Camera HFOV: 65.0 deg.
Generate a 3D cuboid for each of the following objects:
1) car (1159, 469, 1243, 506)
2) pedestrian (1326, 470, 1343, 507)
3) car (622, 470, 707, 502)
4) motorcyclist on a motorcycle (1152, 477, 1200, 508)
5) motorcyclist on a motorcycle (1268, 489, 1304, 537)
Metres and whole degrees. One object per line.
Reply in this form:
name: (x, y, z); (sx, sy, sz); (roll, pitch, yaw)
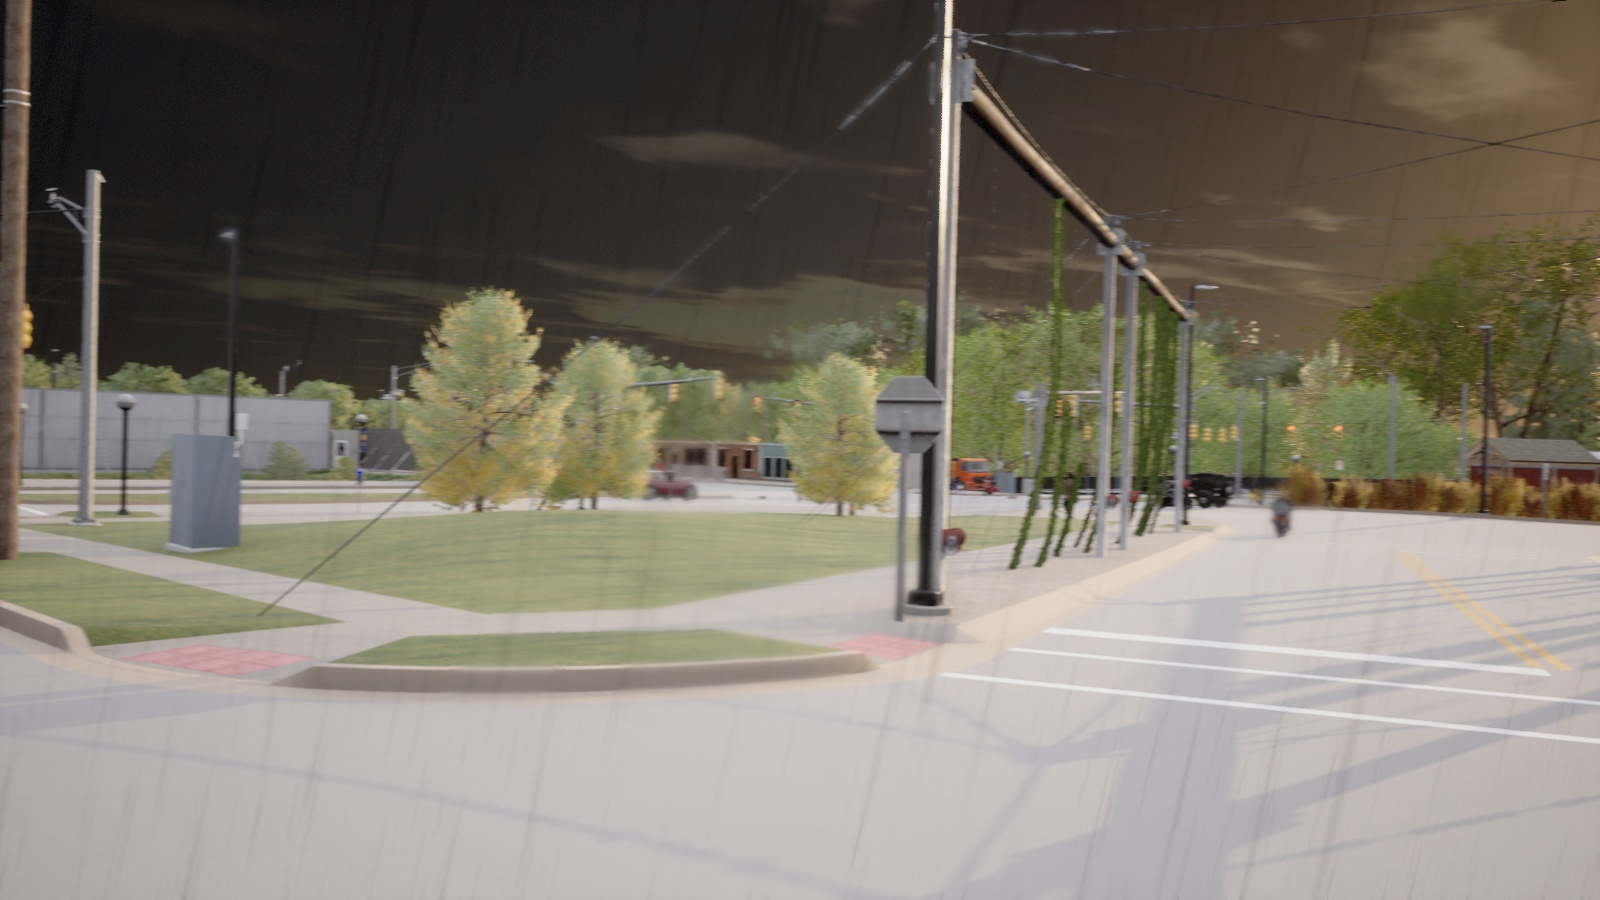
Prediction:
car: (21.354, 1.959, 66.971); (1.905, 1.878, 3.866); (1, -1, -40)
pedestrian: (28.590, 2.066, 67.155); (0.395, 1.930, 0.692); (1, 1, -38)
car: (-6.735, 1.793, 62.731); (1.970, 1.475, 3.806); (1, -1, 44)
motorcyclist on a motorcycle: (19.109, 2.157, 63.900); (0.866, 1.530, 2.191); (1, -1, -43)
motorcyclist on a motorcycle: (16.487, 2.125, 42.586); (0.866, 1.530, 2.191); (2, 0, 27)
